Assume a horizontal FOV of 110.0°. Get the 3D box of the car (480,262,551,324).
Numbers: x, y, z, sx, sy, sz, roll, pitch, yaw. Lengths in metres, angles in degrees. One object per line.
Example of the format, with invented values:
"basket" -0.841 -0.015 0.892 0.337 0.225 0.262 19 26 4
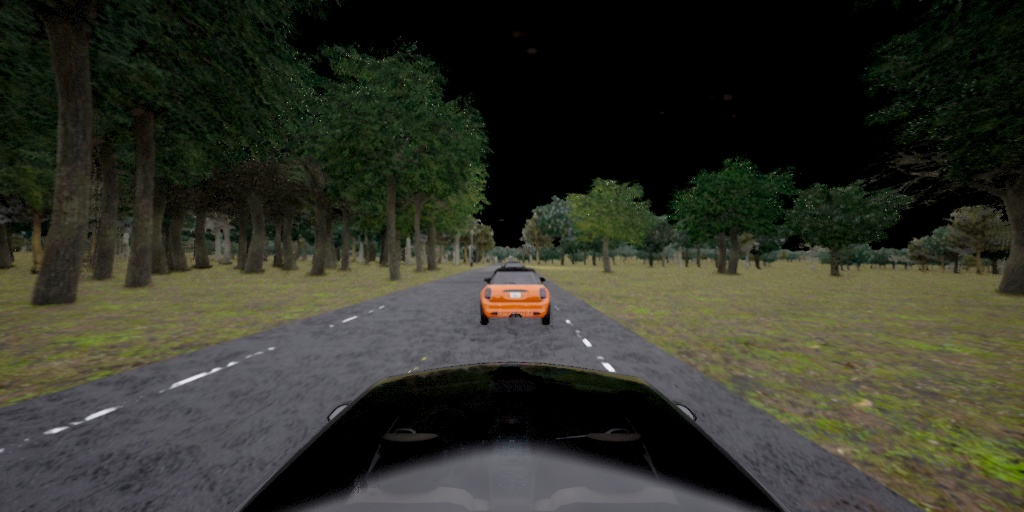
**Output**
"car" 0.101 1.156 12.364 2.097 1.767 4.553 0 0 0
